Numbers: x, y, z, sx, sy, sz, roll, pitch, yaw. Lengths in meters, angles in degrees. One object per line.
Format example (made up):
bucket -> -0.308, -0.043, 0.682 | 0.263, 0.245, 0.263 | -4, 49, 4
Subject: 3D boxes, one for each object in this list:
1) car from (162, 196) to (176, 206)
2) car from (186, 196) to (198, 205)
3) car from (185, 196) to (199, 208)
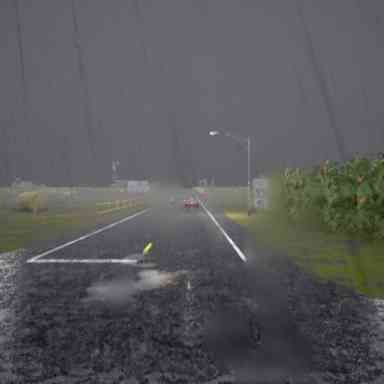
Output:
car -> -3.515, 1.349, 50.955 | 1.837, 1.490, 4.892 | 0, 0, 0
car -> -0.018, 1.392, 56.783 | 1.994, 1.385, 4.181 | 0, 0, 0
car -> -0.014, 1.435, 46.734 | 1.994, 1.385, 4.181 | 0, 0, 0
